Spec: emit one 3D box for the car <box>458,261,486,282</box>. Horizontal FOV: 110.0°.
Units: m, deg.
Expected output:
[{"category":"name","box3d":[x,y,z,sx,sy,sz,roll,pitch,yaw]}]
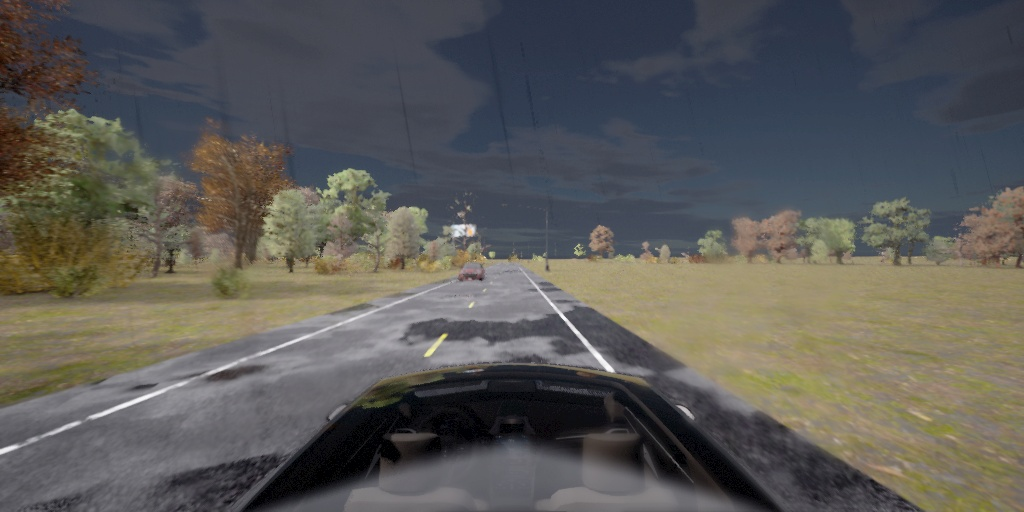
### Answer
[{"category":"car","box3d":[-3.574,1.378,32.657,2.097,1.767,4.553,0,-1,0]}]
